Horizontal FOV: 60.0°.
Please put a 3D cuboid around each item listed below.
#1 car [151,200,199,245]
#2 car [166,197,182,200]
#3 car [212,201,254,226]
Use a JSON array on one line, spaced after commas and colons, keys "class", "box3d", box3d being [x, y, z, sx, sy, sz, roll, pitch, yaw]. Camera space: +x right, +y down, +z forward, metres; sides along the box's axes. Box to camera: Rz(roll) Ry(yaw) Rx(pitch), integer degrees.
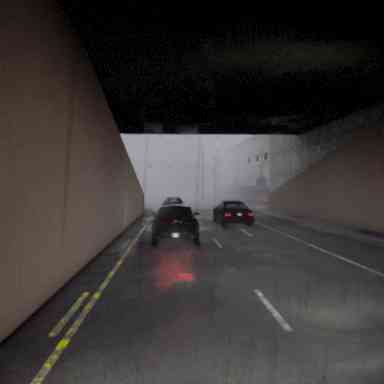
[{"class": "car", "box3d": [-0.721, 1.299, 14.502, 1.837, 1.490, 4.892, 0, 1, -3]}, {"class": "car", "box3d": [-1.575, 1.147, 28.576, 2.033, 1.411, 5.357, 0, 1, -1]}, {"class": "car", "box3d": [2.442, 1.249, 20.601, 2.033, 1.411, 5.357, 0, 1, -3]}]
